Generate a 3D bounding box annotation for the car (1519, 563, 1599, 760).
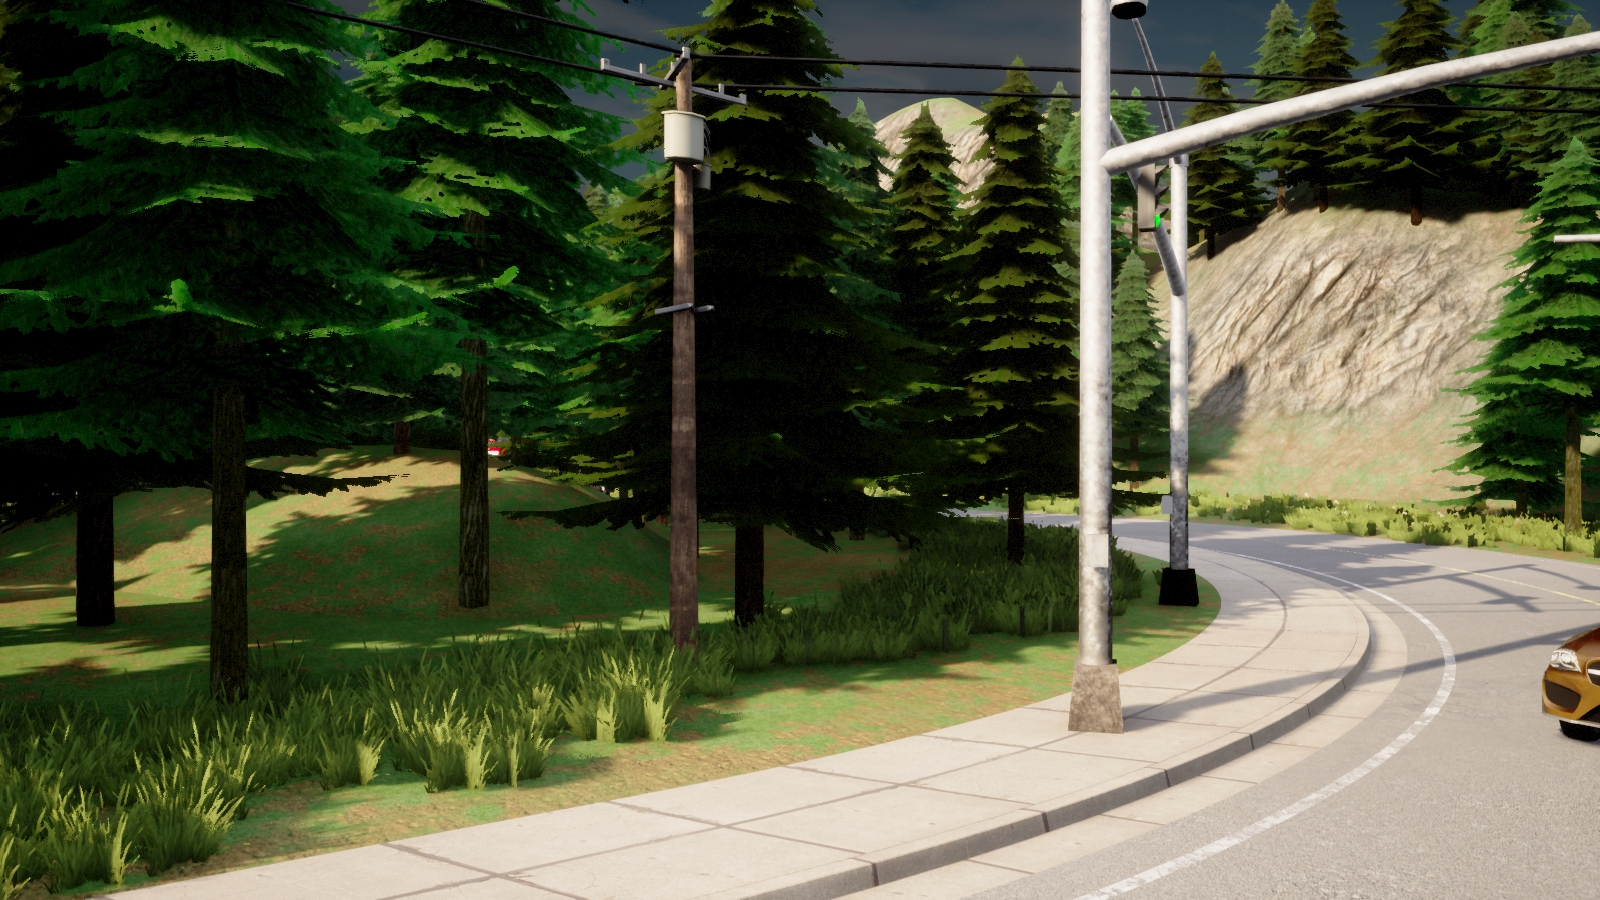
[{"bbox_3d":[9.577,1.970,11.147,5.027,1.651,2.152,0,0,-29],"label":"car"}]
